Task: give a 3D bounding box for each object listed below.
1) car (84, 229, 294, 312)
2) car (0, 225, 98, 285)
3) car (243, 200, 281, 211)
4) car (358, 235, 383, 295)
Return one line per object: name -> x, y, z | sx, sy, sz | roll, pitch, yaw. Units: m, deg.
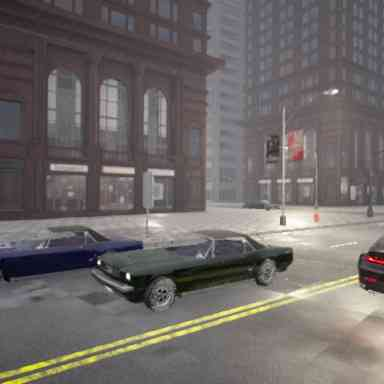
car -> 0.183, 1.594, 7.804 | 4.718, 1.301, 1.895 | 0, 0, -35
car -> -3.797, 1.597, 8.961 | 4.718, 1.301, 1.895 | 0, 0, -35
car -> 9.034, 1.701, 43.492 | 2.033, 1.411, 5.357 | 1, -1, -35
car -> 5.619, 1.498, 7.446 | 4.892, 1.490, 1.837 | 0, 0, -35
